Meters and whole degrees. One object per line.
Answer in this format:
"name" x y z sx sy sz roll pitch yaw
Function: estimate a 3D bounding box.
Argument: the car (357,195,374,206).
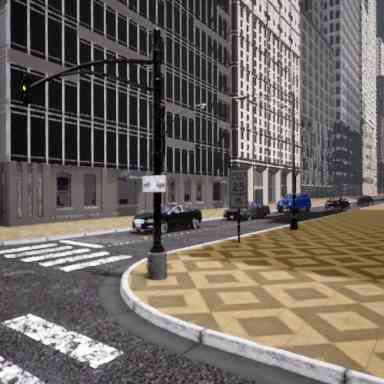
"car" 27.072 1.312 51.795 1.837 1.490 4.892 0 -2 37

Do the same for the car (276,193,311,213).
"car" 11.010 1.121 35.650 2.150 2.045 5.566 0 0 37

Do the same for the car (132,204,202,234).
"car" -1.321 1.455 19.194 2.128 1.511 4.902 0 0 37

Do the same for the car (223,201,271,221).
"car" 4.596 1.480 27.098 2.033 1.411 5.357 0 0 37

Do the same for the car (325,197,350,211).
"car" 16.524 1.360 37.694 2.128 1.511 4.902 0 0 37
